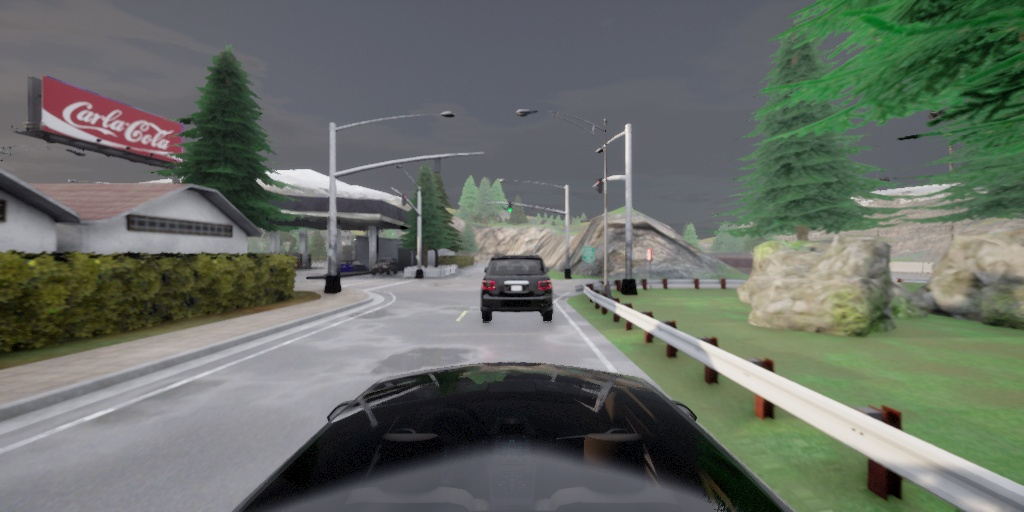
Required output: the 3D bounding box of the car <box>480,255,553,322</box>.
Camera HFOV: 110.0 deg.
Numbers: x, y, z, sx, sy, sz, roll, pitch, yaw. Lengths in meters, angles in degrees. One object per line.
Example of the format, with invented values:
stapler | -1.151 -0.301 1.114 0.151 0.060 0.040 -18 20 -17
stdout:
car | 0.180 0.978 12.488 2.150 2.045 5.566 0 0 1
